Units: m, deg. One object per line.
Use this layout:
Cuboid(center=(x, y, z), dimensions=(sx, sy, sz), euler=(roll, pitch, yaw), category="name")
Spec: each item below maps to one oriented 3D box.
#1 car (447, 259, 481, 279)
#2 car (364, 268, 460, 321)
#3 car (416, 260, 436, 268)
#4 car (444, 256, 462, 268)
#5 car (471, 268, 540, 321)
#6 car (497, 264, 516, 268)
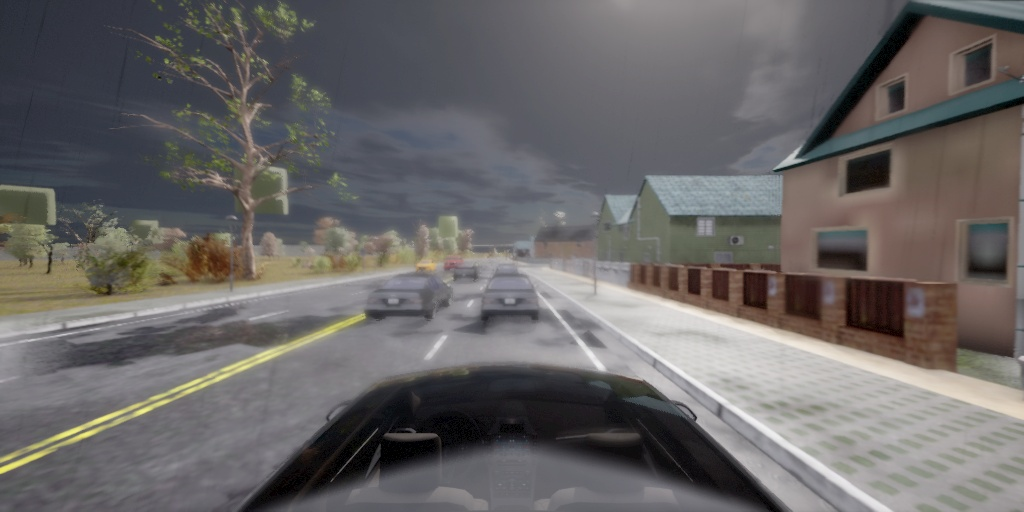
Cuboid(center=(-3.706, 1.264, 29.657), dimensions=(2.128, 1.511, 4.902), euler=(0, 0, -2), category="car")
Cuboid(center=(-3.313, 1.307, 12.498), dimensions=(2.033, 1.411, 5.357), euler=(0, 0, 0), category="car")
Cuboid(center=(-11.003, 1.266, 46.040), dimensions=(1.882, 1.535, 5.008), euler=(0, 0, -2), category="car")
Cuboid(center=(-7.859, 1.008, 48.680), dimensions=(2.150, 2.045, 5.566), euler=(0, 0, -3), category="car")
Cuboid(center=(-0.063, 1.305, 12.518), dimensions=(2.033, 1.411, 5.357), euler=(0, 0, 0), category="car")
Cuboid(center=(-0.401, 1.316, 27.602), dimensions=(2.033, 1.411, 5.357), euler=(0, 0, -1), category="car")
